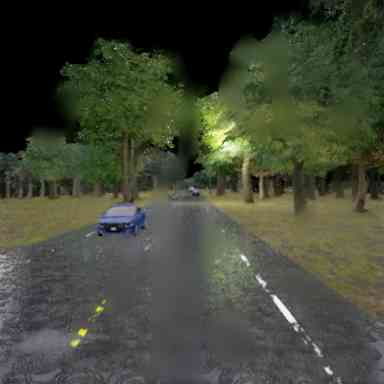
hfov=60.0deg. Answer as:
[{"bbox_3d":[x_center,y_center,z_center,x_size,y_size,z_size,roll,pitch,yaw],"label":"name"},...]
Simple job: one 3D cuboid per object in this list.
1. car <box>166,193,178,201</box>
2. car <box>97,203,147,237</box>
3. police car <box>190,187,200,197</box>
[{"bbox_3d":[-3.574,0.962,59.636,1.994,1.385,4.181,0,1,0],"label":"car"},{"bbox_3d":[-3.610,1.413,17.814,1.882,1.535,5.008,0,0,0],"label":"car"},{"bbox_3d":[0.996,0.297,82.563,1.930,1.638,5.238,0,1,0],"label":"police car"}]
